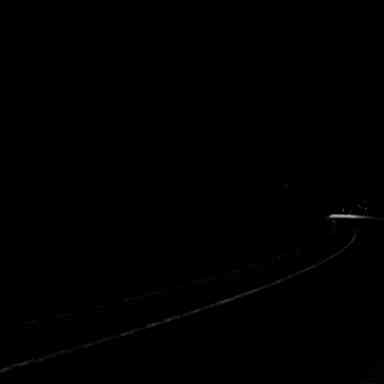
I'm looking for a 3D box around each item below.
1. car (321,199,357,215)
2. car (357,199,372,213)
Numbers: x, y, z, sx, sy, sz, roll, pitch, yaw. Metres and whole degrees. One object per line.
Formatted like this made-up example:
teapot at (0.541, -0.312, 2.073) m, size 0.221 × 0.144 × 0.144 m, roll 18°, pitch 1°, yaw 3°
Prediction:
car at (14.623, 1.554, 33.844) m, size 1.994 × 1.385 × 4.181 m, roll 1°, pitch 0°, yaw 4°
car at (18.088, 1.548, 36.913) m, size 1.812 × 1.442 × 4.674 m, roll 1°, pitch 0°, yaw -1°
